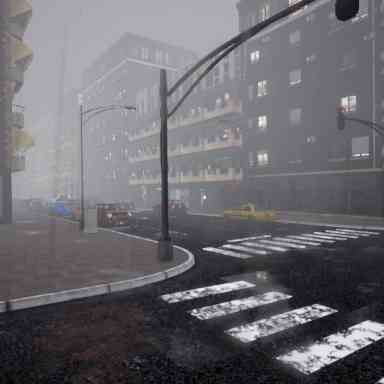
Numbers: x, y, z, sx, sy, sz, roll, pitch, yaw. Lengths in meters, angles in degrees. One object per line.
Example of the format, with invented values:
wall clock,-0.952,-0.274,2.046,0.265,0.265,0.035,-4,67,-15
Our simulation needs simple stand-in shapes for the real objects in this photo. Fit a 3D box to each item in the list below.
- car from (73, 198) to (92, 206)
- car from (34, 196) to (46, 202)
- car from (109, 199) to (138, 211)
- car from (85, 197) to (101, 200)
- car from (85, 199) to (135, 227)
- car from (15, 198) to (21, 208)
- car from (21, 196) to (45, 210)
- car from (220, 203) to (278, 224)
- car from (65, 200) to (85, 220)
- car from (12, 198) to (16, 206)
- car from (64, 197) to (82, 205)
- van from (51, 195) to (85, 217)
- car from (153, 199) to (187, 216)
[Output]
car,-18.412,1.643,55.798,1.947,1.339,4.313,-1,1,-36
car,-37.761,1.727,82.784,1.887,1.381,4.507,-1,1,-36
car,-8.738,1.581,42.305,2.008,1.369,4.403,-1,1,-36
car,-15.189,1.501,51.299,1.967,1.590,4.097,-1,1,-36
car,-5.875,1.552,23.930,1.967,1.590,4.097,-1,1,-36
car,-25.222,1.769,50.915,1.947,1.339,4.313,-1,1,-36
car,-21.999,1.627,46.417,1.967,1.590,4.097,-1,1,-36
car,4.062,1.498,24.453,1.752,1.417,4.829,-1,1,-36
car,-8.999,1.652,28.289,1.752,1.417,4.829,-1,1,-36
car,-31.672,1.782,59.911,1.887,1.381,4.507,-1,1,-36
car,-21.637,1.645,60.296,2.008,1.369,4.403,-1,1,-36
van,-12.326,1.483,32.923,1.690,1.788,3.998,-1,1,-36
car,-2.290,1.441,33.309,1.967,1.590,4.097,-1,1,-36
